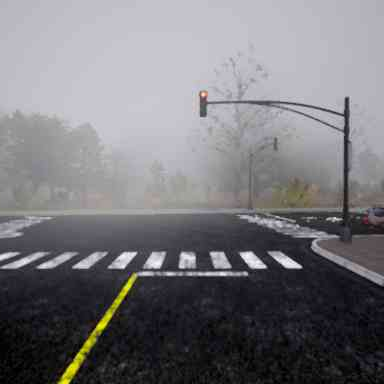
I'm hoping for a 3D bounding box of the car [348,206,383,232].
[{"bbox_3d":[11.967,1.503,19.347,5.357,1.411,2.033,0,1,-8],"label":"car"}]
